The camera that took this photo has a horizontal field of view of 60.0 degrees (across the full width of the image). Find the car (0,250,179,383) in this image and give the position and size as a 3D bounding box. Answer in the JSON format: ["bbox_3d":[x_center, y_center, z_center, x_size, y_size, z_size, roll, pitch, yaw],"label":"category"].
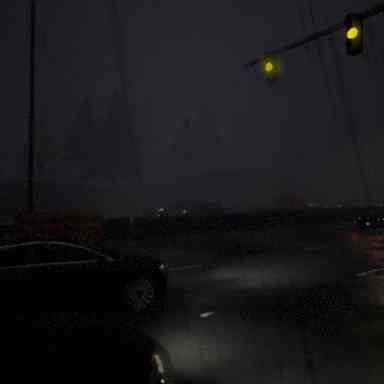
[{"bbox_3d":[-2.347,1.495,2.072,4.892,1.490,1.837,1,0,-36],"label":"car"}]

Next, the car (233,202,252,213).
[{"bbox_3d":[6.607,1.775,34.287,4.181,1.385,1.994,0,0,-35],"label":"car"}]

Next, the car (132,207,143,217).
[{"bbox_3d":[-3.504,1.704,31.461,4.181,1.385,1.994,1,0,-35],"label":"car"}]

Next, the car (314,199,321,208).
[{"bbox_3d":[14.847,1.585,40.071,4.553,1.767,2.097,0,0,-35],"label":"car"}]

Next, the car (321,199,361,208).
[{"bbox_3d":[16.991,1.585,37.300,4.553,1.767,2.097,0,0,-35],"label":"car"}]

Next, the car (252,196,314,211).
[{"bbox_3d":[8.649,1.431,31.444,5.566,2.045,2.150,0,0,-35],"label":"car"}]

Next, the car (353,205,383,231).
[{"bbox_3d":[12.327,1.717,21.086,4.674,1.442,1.812,0,0,-35],"label":"car"}]

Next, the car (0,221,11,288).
[{"bbox_3d":[-7.124,1.527,7.263,5.357,1.411,2.033,1,0,-36],"label":"car"}]

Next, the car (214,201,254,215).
[{"bbox_3d":[4.731,1.776,37.246,4.181,1.385,1.994,0,0,-35],"label":"car"}]

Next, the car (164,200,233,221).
[{"bbox_3d":[0.560,1.492,25.762,4.553,1.767,2.097,1,0,-35],"label":"car"}]

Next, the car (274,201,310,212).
[{"bbox_3d":[12.990,1.834,43.044,4.718,1.301,1.895,0,0,-35],"label":"car"}]

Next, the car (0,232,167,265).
[{"bbox_3d":[-2.705,1.506,6.115,4.902,1.511,2.128,1,0,-36],"label":"car"}]

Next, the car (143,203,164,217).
[{"bbox_3d":[-1.459,1.492,28.621,4.553,1.767,2.097,1,0,-35],"label":"car"}]
